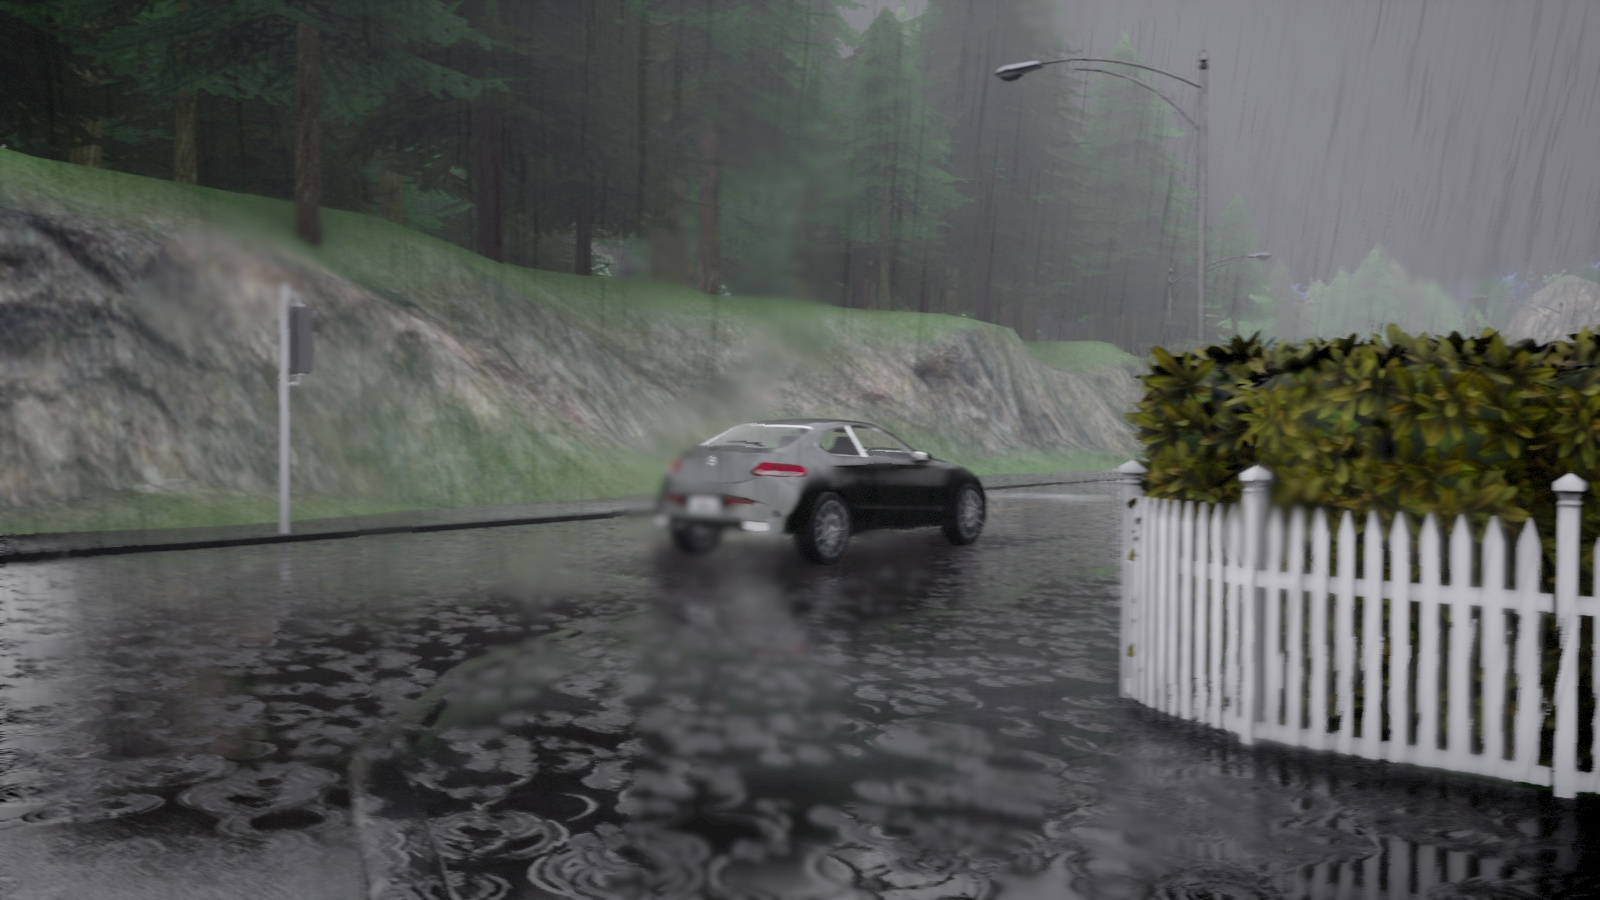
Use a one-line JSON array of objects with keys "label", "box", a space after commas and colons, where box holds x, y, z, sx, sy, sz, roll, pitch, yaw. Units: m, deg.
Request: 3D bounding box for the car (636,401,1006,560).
[{"label": "car", "box": [0.475, 0.274, 15.716, 2.152, 1.651, 5.027, 0, 1, 35]}]
